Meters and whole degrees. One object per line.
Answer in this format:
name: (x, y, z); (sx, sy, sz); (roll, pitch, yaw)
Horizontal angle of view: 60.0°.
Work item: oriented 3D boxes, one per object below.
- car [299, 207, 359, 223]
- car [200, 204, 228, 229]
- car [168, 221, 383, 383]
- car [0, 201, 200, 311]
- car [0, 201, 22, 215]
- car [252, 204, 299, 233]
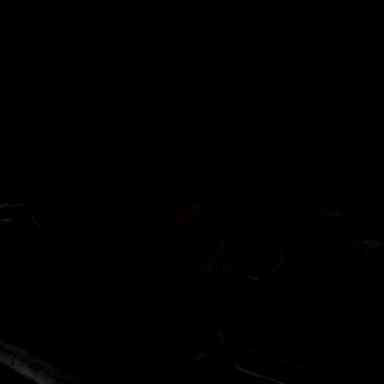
car: (7.404, 1.525, 17.229); (2.002, 1.452, 4.674); (0, 0, 36)
car: (0.599, 1.538, 22.077); (2.097, 1.535, 5.008); (-1, 0, 36)
car: (2.097, 1.473, 4.953); (2.231, 1.521, 4.892); (0, 0, 35)
car: (-2.454, 1.248, 8.227); (2.435, 2.045, 5.566); (0, 0, 36)
car: (-22.579, 1.877, 38.632); (2.002, 1.452, 4.674); (-1, 0, 36)
car: (5.137, 1.498, 18.850); (2.097, 1.535, 5.008); (-1, 0, 36)
